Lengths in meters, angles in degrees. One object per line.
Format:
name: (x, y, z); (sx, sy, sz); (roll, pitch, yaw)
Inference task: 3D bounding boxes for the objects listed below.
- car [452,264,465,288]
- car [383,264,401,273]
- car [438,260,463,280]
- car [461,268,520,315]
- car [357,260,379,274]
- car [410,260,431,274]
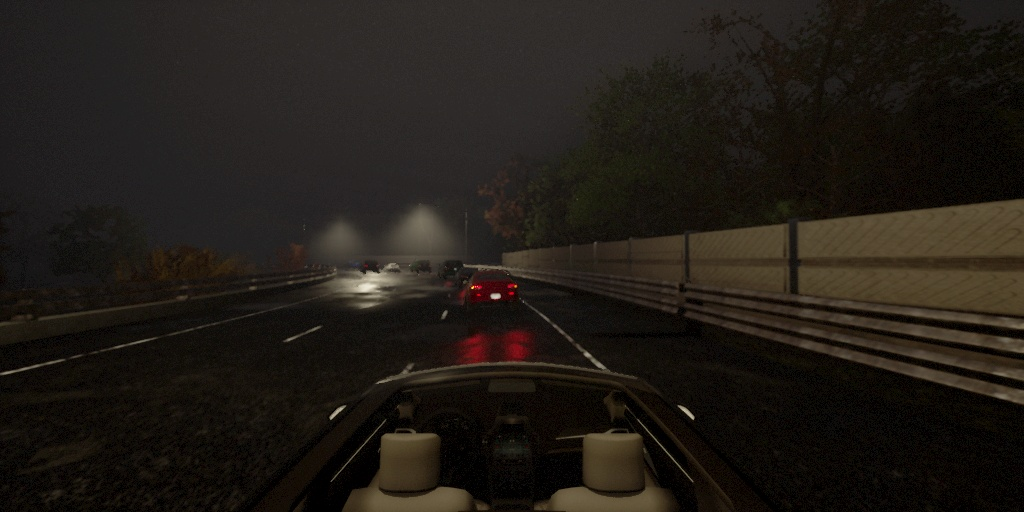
car: (-3.247, 1.585, 26.960); (1.812, 1.442, 4.674); (0, -1, -14)
car: (-18.973, 1.959, 56.523); (1.812, 1.442, 4.674); (0, -1, -31)
car: (-6.482, 1.423, 38.123); (2.150, 2.045, 5.566); (0, 0, -19)
car: (-0.893, 1.326, 13.947); (1.812, 1.442, 4.674); (-2, -4, -9)
car: (-21.508, 1.627, 54.025); (2.150, 2.045, 5.566); (1, -1, -30)
car: (-14.089, 1.633, 55.089); (2.150, 2.045, 5.566); (0, -1, -29)
